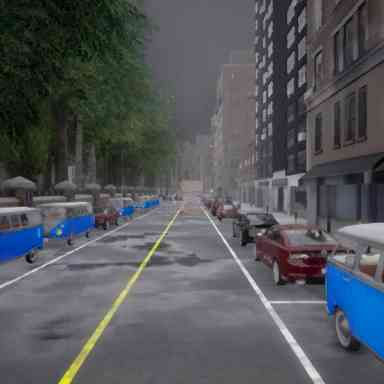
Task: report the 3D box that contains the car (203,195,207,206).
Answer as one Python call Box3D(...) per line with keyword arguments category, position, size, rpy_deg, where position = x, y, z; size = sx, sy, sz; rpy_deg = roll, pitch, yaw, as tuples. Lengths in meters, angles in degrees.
Box3D(category="car", position=(2.855, 1.506, 43.228), size=(1.887, 1.381, 4.507), rpy_deg=(0, 0, 0))

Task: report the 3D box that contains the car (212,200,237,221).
Box3D(category="car", position=(2.855, 1.566, 26.246), size=(1.802, 1.307, 4.206), rpy_deg=(0, 0, 0))

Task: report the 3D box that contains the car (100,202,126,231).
Box3D(category="car", position=(-5.671, 1.535, 20.571), size=(1.887, 1.381, 4.507), rpy_deg=(0, 0, 0))

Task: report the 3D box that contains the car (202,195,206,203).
Box3D(category="car", position=(2.856, 1.533, 48.888), size=(1.802, 1.307, 4.206), rpy_deg=(0, 0, 0))

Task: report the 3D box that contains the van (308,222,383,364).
Box3D(category="van", position=(2.853, 1.340, 3.605), size=(1.690, 1.788, 3.998), rpy_deg=(0, 0, 0))

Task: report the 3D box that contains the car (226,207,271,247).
Box3D(category="car", position=(2.854, 1.560, 14.925), size=(1.947, 1.339, 4.313), rpy_deg=(0, 0, 0))

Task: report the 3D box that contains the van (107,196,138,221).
Box3D(category="van", position=(-5.671, 1.326, 26.229), size=(1.690, 1.788, 3.998), rpy_deg=(0, 0, 0))

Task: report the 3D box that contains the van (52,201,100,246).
Box3D(category="van", position=(-5.672, 1.335, 14.913), size=(1.690, 1.788, 3.998), rpy_deg=(0, 0, 0))

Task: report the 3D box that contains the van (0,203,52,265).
Box3D(category="van", position=(-5.672, 1.338, 9.256), size=(1.690, 1.788, 3.998), rpy_deg=(0, 0, 0))

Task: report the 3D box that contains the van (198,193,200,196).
Box3D(category="van", position=(2.856, 1.226, 77.190), size=(1.690, 1.788, 3.998), rpy_deg=(0, 0, 0))

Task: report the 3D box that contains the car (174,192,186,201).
Box3D(category="car", position=(-3.001, 1.332, 75.945), size=(1.837, 1.490, 4.892), rpy_deg=(0, 0, 0))

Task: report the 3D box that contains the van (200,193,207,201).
Box3D(category="van", position=(2.855, 1.268, 60.209), size=(1.690, 1.788, 3.998), rpy_deg=(0, 0, 0))

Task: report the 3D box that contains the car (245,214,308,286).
Box3D(category="car", position=(2.854, 1.541, 9.265), size=(1.887, 1.381, 4.507), rpy_deg=(0, 0, 0))

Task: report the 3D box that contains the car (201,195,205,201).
Box3D(category="car", position=(2.855, 1.521, 54.549), size=(1.802, 1.307, 4.206), rpy_deg=(0, 0, 0))

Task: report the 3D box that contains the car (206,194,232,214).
Box3D(category="car", position=(2.854, 1.293, 31.907), size=(2.192, 1.841, 5.009), rpy_deg=(0, 0, 0))

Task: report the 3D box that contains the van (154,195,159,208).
Box3D(category="van", position=(-5.671, 1.302, 43.202), size=(1.690, 1.788, 3.998), rpy_deg=(0, 0, 0))

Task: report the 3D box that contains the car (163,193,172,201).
Box3D(category="car", position=(-5.669, 1.200, 77.150), size=(2.192, 1.841, 5.009), rpy_deg=(0, 0, 0))

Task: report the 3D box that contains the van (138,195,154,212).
Box3D(category="van", position=(-5.671, 1.311, 37.545), size=(1.690, 1.788, 3.998), rpy_deg=(0, 0, 0))

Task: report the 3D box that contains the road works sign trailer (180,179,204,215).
Box3D(category="road works sign trailer", position=(0.000, 0.440, 33.860), size=(2.380, 3.560, 2.880), rpy_deg=(0, 0, 0))
